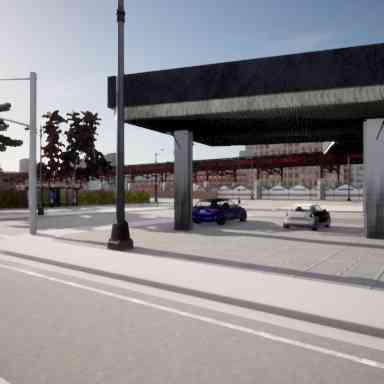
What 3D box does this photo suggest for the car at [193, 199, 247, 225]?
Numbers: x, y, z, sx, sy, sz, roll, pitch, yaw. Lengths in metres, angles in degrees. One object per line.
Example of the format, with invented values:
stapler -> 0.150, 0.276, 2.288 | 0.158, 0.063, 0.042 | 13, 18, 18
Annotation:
car -> 1.993, 1.295, 23.020 | 2.242, 1.667, 4.611 | 0, 0, 37

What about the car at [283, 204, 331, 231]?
car -> 7.074, 1.456, 20.232 | 1.970, 1.475, 3.806 | 0, 0, 37
